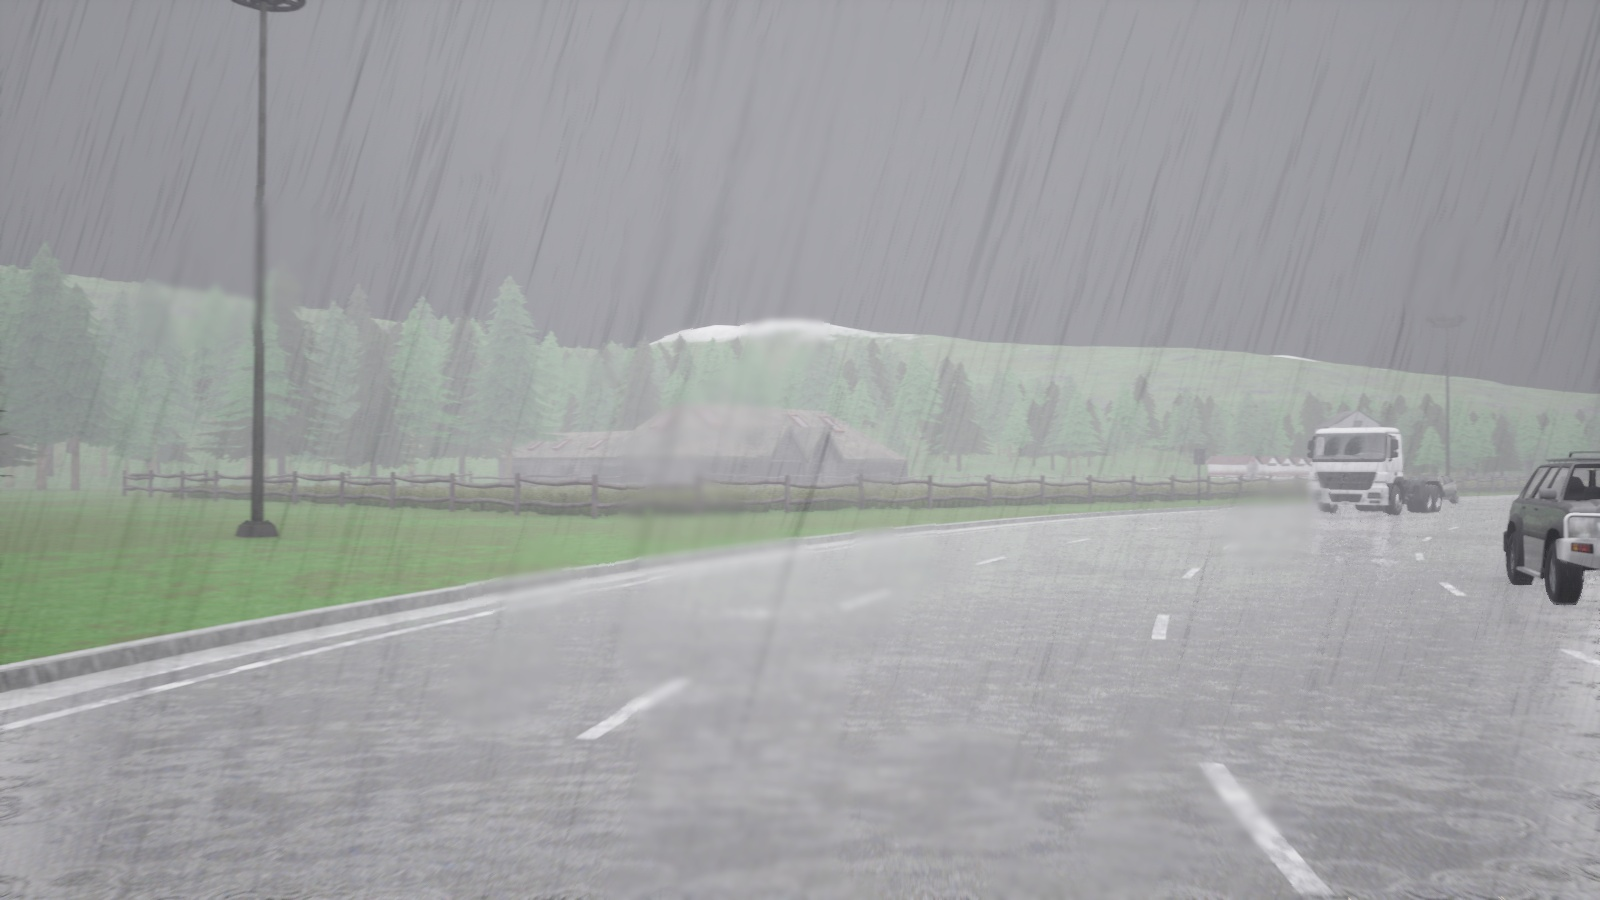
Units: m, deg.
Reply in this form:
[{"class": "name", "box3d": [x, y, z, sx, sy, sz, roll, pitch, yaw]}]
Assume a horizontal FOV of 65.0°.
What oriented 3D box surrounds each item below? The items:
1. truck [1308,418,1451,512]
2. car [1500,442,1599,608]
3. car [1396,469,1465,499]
[{"class": "truck", "box3d": [23.393, 0.611, 50.447, 2.891, 3.462, 7.936, -1, -1, 43]}, {"class": "car", "box3d": [10.402, 0.870, 16.024, 1.932, 1.855, 4.605, -1, -1, 21]}, {"class": "car", "box3d": [32.988, 1.767, 65.663, 2.007, 1.525, 4.514, -1, -1, 44]}]
